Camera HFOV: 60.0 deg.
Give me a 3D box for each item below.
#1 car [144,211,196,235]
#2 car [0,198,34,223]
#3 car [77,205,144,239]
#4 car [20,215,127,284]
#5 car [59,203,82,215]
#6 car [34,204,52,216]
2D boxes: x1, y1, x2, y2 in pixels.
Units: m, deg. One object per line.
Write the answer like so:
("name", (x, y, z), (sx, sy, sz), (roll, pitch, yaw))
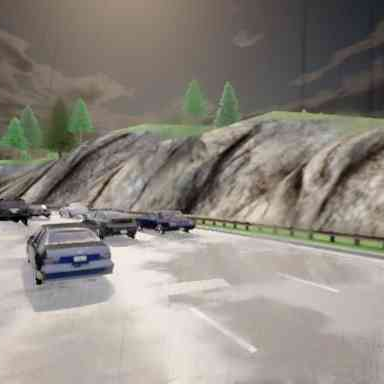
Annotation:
("car", (-1.752, 1.776, 20.126), (1.895, 1.301, 4.718), (0, -1, -32))
("car", (-14.224, 1.512, 25.703), (2.150, 2.045, 5.566), (0, -1, -37))
("car", (-4.561, 1.678, 17.984), (1.837, 1.490, 4.892), (0, -1, -32))
("car", (-3.879, 1.653, 10.083), (2.033, 1.411, 5.357), (0, -1, -29))
("car", (-12.208, 1.875, 34.295), (1.812, 1.442, 4.674), (0, -1, -40))
("car", (-15.586, 1.905, 32.928), (2.033, 1.411, 5.357), (0, -1, -41))
